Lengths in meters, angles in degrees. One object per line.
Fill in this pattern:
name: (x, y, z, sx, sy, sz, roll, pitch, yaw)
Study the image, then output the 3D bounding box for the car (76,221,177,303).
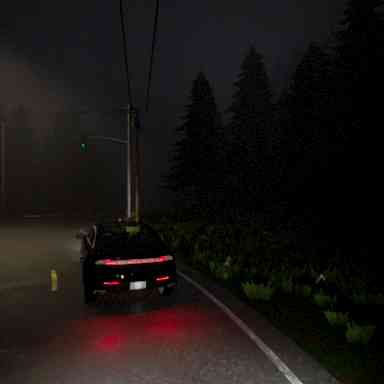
car: (-1.789, 1.490, 8.351, 2.128, 1.511, 4.902, 0, 0, -19)
